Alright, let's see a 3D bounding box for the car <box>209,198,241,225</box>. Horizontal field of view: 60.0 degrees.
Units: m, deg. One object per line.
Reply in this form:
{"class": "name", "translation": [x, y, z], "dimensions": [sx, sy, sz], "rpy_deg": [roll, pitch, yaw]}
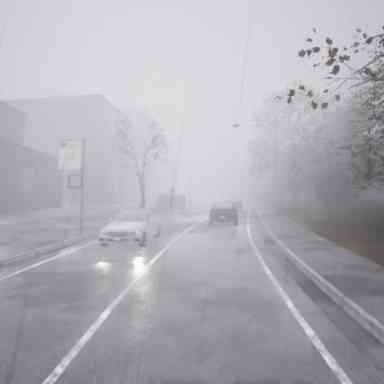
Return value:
{"class": "car", "translation": [2.339, 1.434, 23.713], "dimensions": [1.882, 1.535, 5.008], "rpy_deg": [-1, 0, 9]}

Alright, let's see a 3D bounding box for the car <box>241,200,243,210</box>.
{"class": "car", "translation": [5.257, 1.462, 41.227], "dimensions": [1.812, 1.442, 4.674], "rpy_deg": [-1, 0, 10]}

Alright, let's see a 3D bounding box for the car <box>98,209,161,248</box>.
{"class": "car", "translation": [-2.615, 1.529, 15.033], "dimensions": [1.812, 1.442, 4.674], "rpy_deg": [-1, 0, 6]}
